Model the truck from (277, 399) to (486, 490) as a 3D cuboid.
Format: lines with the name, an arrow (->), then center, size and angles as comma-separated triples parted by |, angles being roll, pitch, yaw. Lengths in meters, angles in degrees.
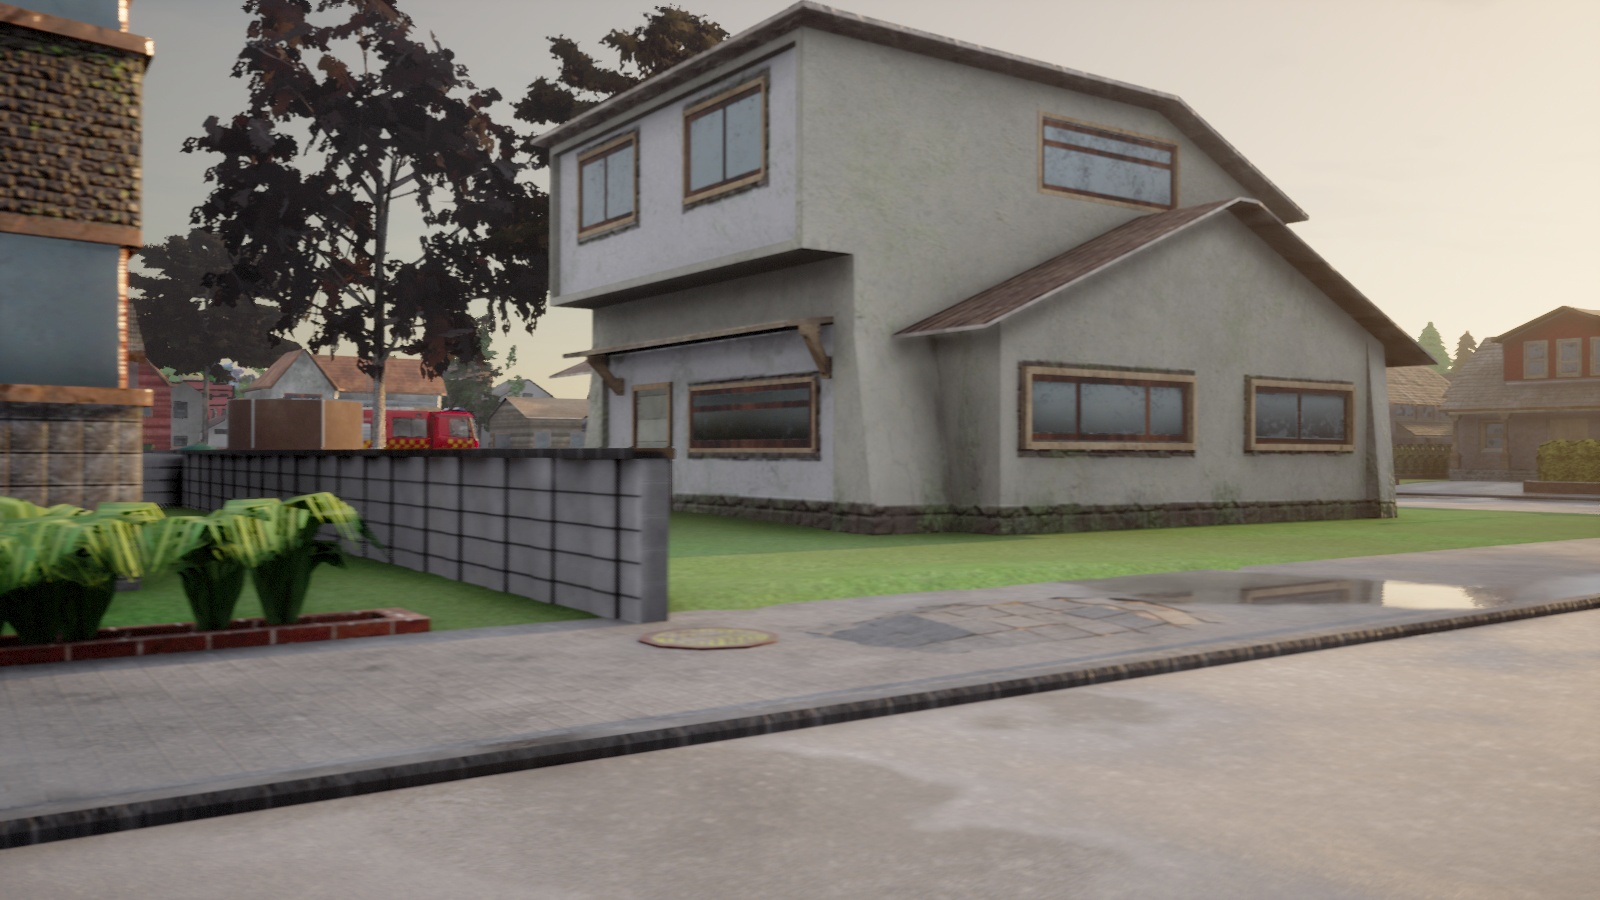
truck -> -18.717, -0.242, 56.466 | 8.468, 3.827, 2.891 | 0, 0, -35
